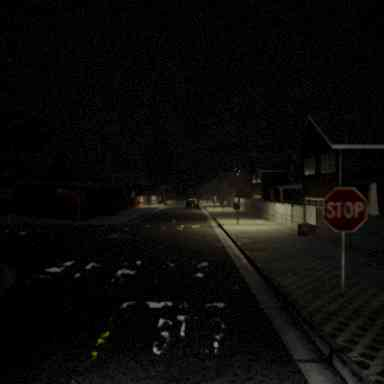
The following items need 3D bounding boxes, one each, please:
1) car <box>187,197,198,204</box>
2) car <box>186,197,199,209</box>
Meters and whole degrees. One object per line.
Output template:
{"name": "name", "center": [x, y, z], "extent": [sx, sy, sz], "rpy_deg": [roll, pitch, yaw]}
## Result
{"name": "car", "center": [0.046, 1.686, 67.136], "extent": [2.128, 1.511, 4.902], "rpy_deg": [0, 0, 0]}
{"name": "car", "center": [0.064, 1.601, 47.529], "extent": [2.128, 1.511, 4.902], "rpy_deg": [0, 0, 0]}
